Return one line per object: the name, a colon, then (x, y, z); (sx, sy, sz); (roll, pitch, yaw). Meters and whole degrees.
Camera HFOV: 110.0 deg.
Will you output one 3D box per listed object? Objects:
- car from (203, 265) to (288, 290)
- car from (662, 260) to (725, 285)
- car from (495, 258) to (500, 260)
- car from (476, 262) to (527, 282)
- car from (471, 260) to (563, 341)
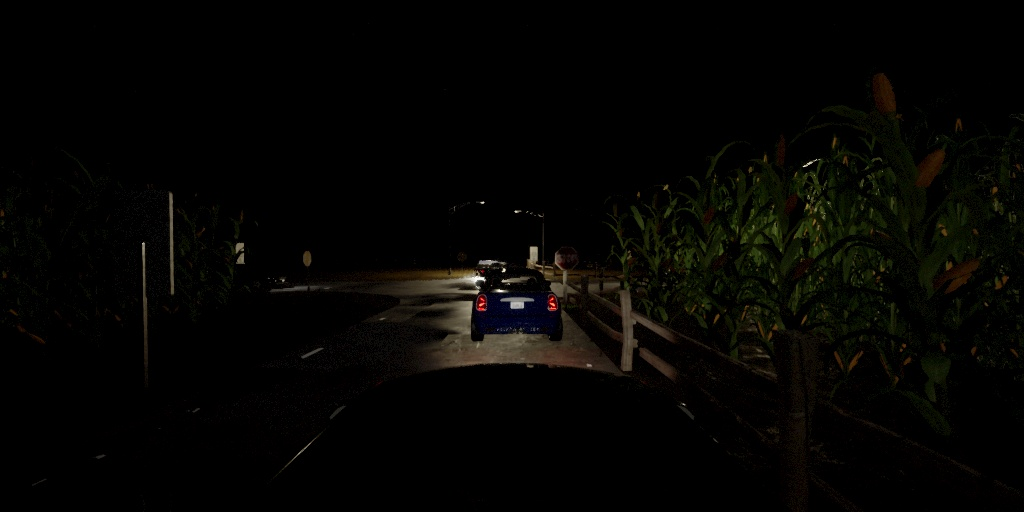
car: (-16.774, 1.288, 22.492); (4.892, 1.490, 1.837); (0, 1, 0)
car: (12.542, 1.062, 25.337); (4.553, 1.767, 2.097); (0, 1, -2)
car: (-2.810, 1.211, 38.158); (2.128, 1.511, 4.902); (0, 0, 2)
car: (-0.714, 1.265, 29.582); (2.033, 1.411, 5.357); (0, 0, 24)
car: (0.059, 1.098, 9.993); (2.097, 1.767, 4.553); (0, 0, -2)
